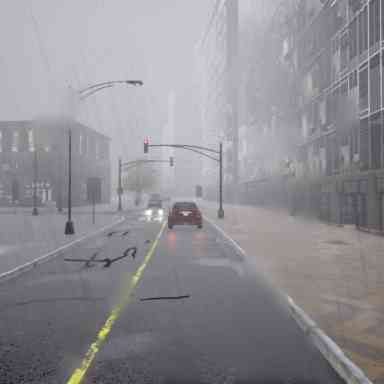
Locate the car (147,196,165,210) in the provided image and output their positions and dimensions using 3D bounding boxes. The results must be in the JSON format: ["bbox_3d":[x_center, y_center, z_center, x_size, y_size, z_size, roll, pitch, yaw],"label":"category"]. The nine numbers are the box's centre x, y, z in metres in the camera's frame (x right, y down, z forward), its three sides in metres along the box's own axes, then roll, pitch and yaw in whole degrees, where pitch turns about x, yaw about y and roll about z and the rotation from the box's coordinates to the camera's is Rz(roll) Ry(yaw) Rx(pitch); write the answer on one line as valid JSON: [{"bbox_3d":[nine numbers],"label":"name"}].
[{"bbox_3d":[-4.813,1.596,43.408,1.895,1.301,4.718,0,0,-5],"label":"car"}]

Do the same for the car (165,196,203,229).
[{"bbox_3d":[-0.533,1.356,21.928,2.097,1.767,4.553,0,0,-4],"label":"car"}]

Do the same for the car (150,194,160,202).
[{"bbox_3d":[-8.215,1.336,73.242,2.097,1.767,4.553,0,0,-8],"label":"car"}]

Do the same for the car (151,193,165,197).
[{"bbox_3d":[-6.282,1.210,57.942,2.150,2.045,5.566,0,0,-7],"label":"car"}]

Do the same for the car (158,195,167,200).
[{"bbox_3d":[-7.787,1.404,87.671,1.895,1.301,4.718,0,0,-11],"label":"car"}]

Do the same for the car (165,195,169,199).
[{"bbox_3d":[-6.062,1.454,77.371,1.882,1.535,5.008,0,0,-9],"label":"car"}]
